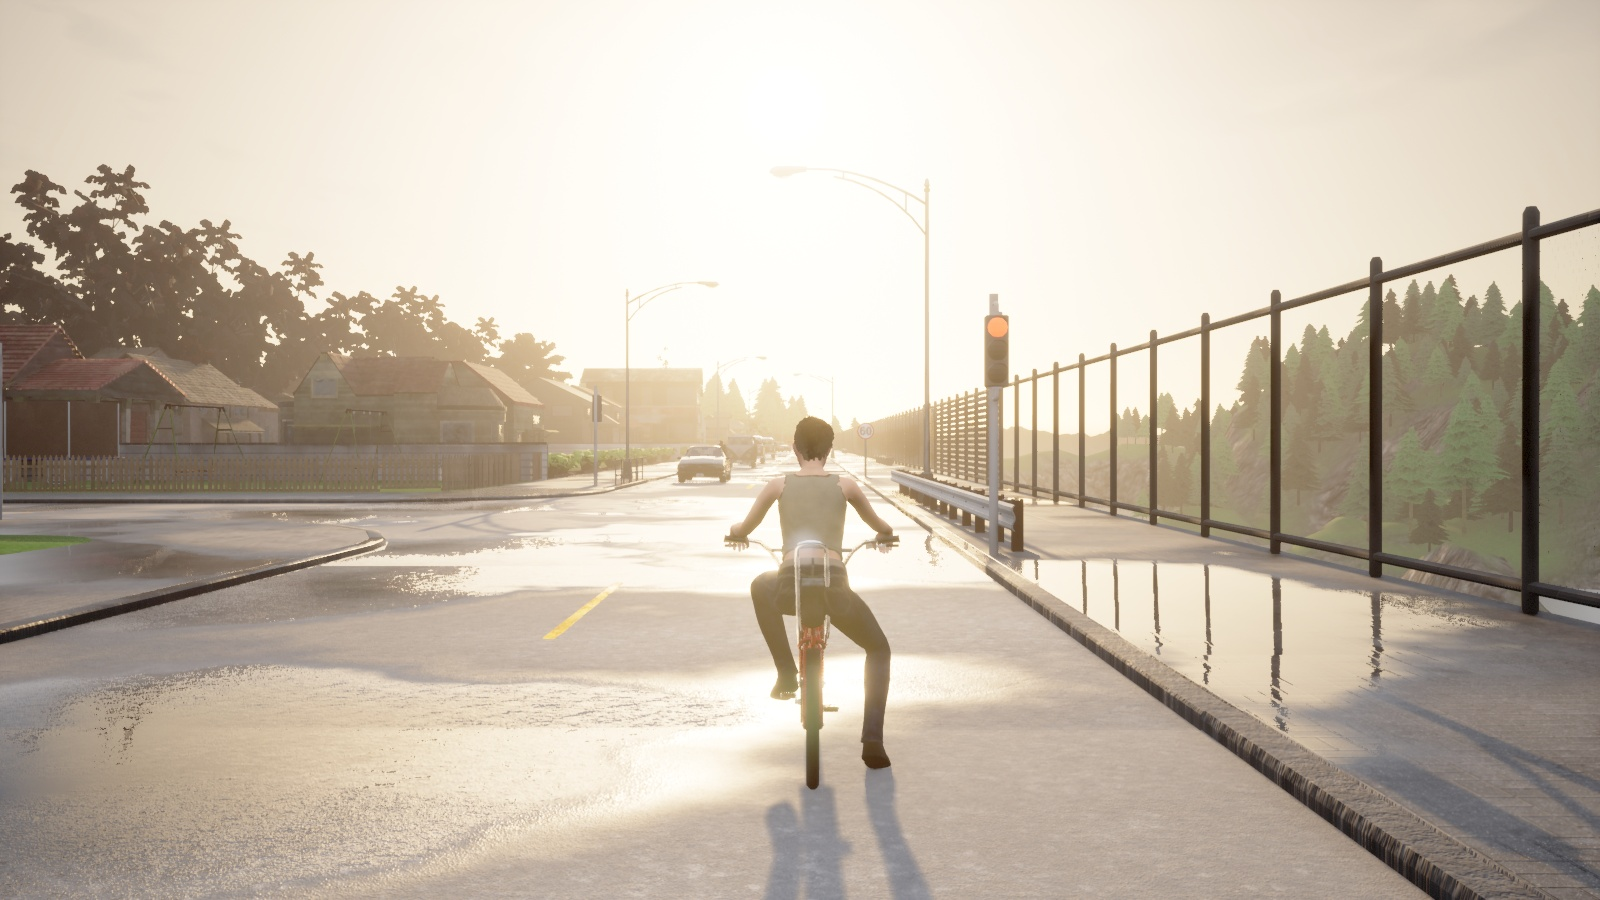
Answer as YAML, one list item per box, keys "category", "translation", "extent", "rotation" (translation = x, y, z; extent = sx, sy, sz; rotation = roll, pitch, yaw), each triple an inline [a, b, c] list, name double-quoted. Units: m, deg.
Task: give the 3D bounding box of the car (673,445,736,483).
- category: "car"
  translation: [-3.690, 0.513, 49.200]
  extent: [2.033, 1.411, 5.357]
  rotation: [0, 0, 0]

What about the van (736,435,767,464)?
- category: "van"
  translation: [-3.453, -0.041, 90.062]
  extent: [2.069, 2.038, 4.480]
  rotation: [0, 0, 0]

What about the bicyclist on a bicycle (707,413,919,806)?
- category: "bicyclist on a bicycle"
  translation: [0.056, 0.650, 5.898]
  extent: [0.866, 1.612, 1.509]
  rotation: [0, 0, 0]

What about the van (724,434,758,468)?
- category: "van"
  translation: [-3.533, 0.070, 75.597]
  extent: [1.775, 1.987, 4.442]
  rotation: [0, 0, 0]
